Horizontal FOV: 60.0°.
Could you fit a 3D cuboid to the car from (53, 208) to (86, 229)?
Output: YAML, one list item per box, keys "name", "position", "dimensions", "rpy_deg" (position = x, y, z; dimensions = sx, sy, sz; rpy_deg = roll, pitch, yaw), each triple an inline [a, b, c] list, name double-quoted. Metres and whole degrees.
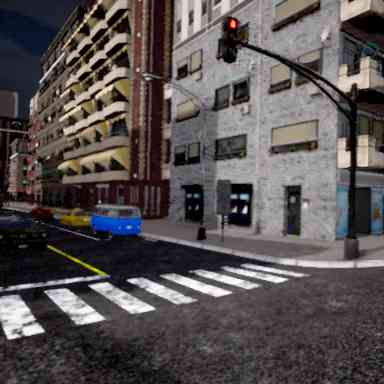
- name: "car"
  position: [-8.521, 1.894, 24.547]
  dimensions: [1.752, 1.417, 4.829]
  rpy_deg: [1, -1, -36]

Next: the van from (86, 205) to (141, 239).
- name: "van"
  position: [-4.399, 1.644, 18.998]
  dimensions: [1.690, 1.788, 3.998]
  rpy_deg: [1, -1, -36]

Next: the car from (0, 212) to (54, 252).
- name: "car"
  position: [-7.469, 1.717, 13.977]
  dimensions: [1.895, 1.301, 4.718]
  rpy_deg: [2, -2, -36]

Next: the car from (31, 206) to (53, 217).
- name: "car"
  position: [-15.049, 2.057, 33.341]
  dimensions: [1.802, 1.307, 4.206]
  rpy_deg: [1, -1, -36]

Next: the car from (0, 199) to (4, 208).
- name: "car"
  position: [-37.986, 2.185, 64.807]
  dimensions: [2.192, 1.841, 5.009]
  rpy_deg: [1, -1, -36]
